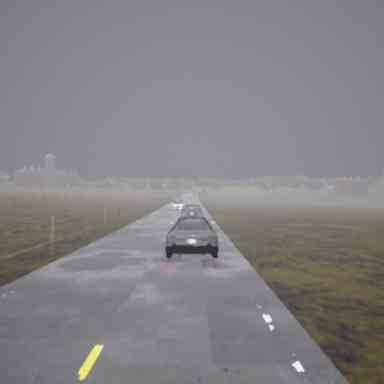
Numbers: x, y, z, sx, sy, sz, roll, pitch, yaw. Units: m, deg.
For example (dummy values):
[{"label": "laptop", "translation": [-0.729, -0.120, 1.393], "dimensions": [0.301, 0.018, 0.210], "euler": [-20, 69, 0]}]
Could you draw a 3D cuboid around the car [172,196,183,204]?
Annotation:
[{"label": "car", "translation": [-2.766, 1.571, 65.281], "dimensions": [2.128, 1.511, 4.902], "euler": [0, 0, 1]}]

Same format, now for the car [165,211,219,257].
[{"label": "car", "translation": [0.020, 1.670, 13.435], "dimensions": [1.994, 1.385, 4.181], "euler": [0, 0, 1]}]

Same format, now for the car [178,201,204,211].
[{"label": "car", "translation": [0.004, 1.722, 27.488], "dimensions": [2.033, 1.411, 5.357], "euler": [0, 0, 0]}]
